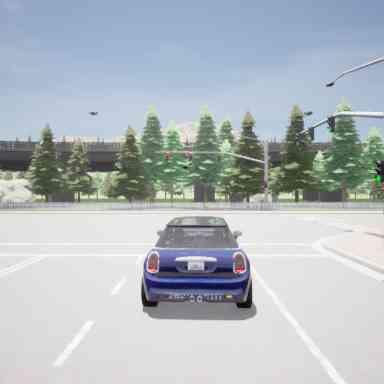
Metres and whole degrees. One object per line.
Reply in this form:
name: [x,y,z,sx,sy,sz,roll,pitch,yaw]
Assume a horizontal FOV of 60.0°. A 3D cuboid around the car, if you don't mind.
car: [0.167,1.352,8.102,2.097,1.767,4.553,0,0,3]
